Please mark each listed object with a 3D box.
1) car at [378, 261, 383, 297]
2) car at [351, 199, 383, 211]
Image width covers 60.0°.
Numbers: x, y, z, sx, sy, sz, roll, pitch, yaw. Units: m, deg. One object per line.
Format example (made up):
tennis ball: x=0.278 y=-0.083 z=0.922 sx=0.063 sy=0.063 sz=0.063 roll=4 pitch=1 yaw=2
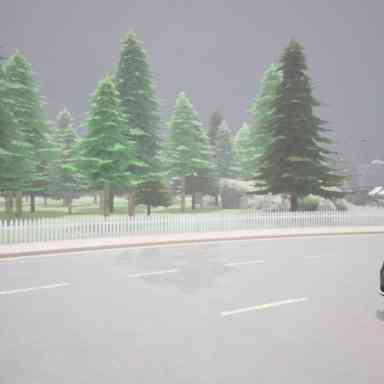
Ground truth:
car: x=5.722 y=1.491 z=6.151 sx=4.902 sy=1.511 sz=2.128 roll=0 pitch=0 yaw=-23
car: x=19.888 y=1.617 z=37.610 sx=1.994 sy=1.385 sz=4.181 roll=0 pitch=0 yaw=-3
